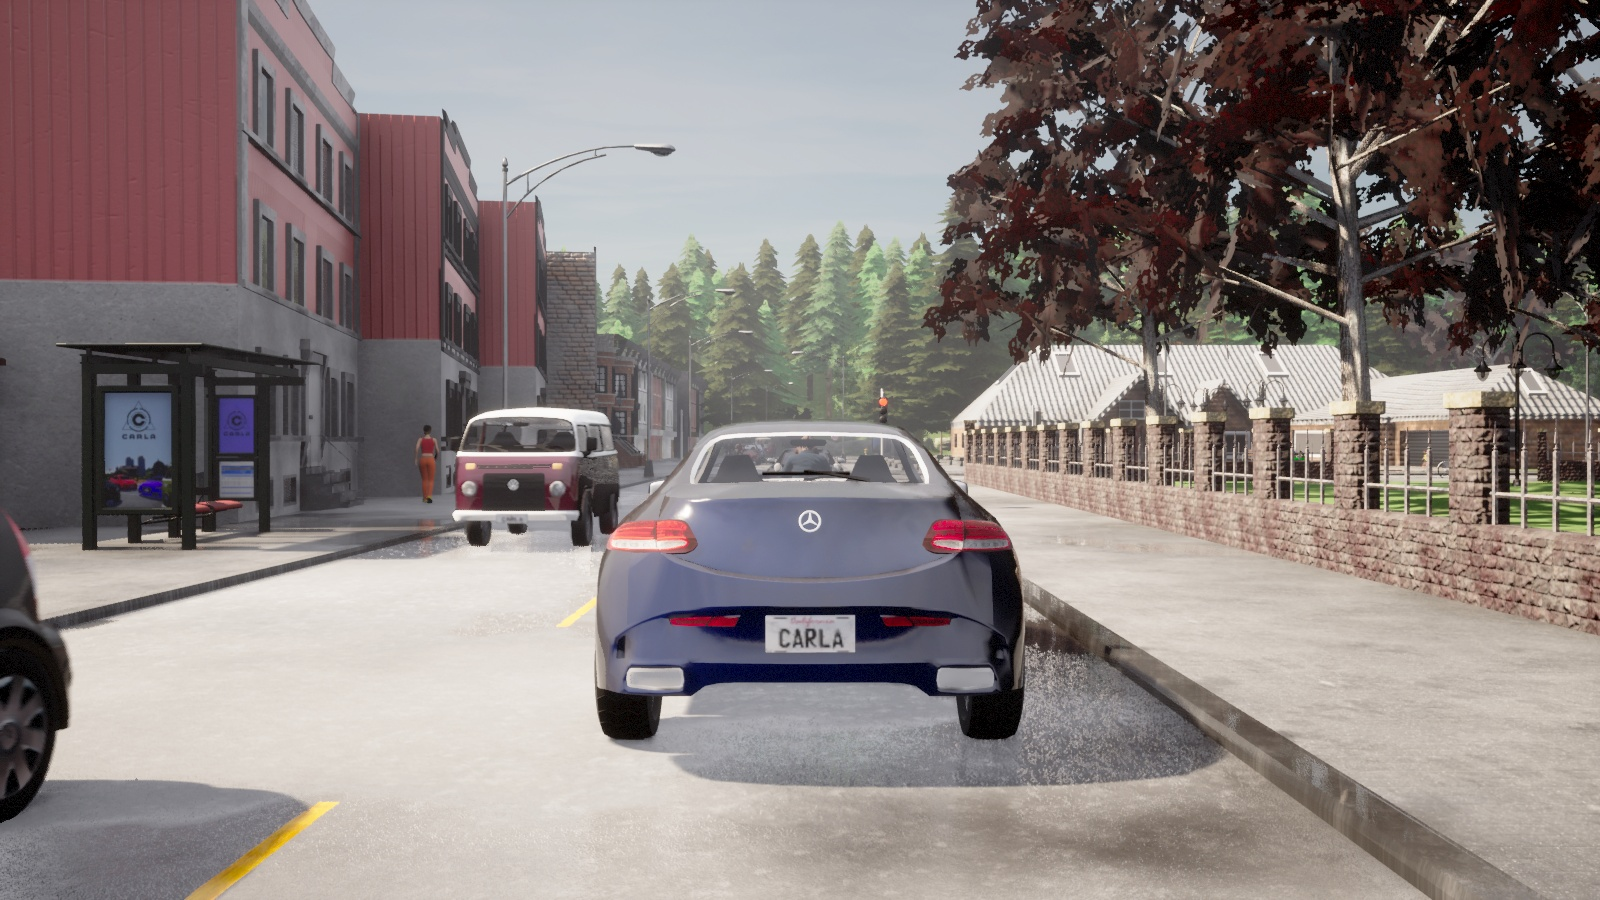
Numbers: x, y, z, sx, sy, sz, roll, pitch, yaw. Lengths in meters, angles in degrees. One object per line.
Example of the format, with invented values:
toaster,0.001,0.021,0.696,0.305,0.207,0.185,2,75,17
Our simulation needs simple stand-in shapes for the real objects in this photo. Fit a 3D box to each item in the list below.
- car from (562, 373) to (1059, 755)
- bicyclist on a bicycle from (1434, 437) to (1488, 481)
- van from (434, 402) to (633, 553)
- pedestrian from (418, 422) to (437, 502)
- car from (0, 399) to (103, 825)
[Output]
car,0.053,0.480,7.945,2.152,1.651,5.027,0,0,0
bicyclist on a bicycle,26.735,0.352,50.825,1.843,1.776,0.659,0,0,-1
van,-3.894,0.358,19.180,2.069,2.038,4.480,0,0,0
pedestrian,-8.640,0.285,29.142,0.345,1.836,0.594,0,0,-9
car,-3.968,0.622,3.471,1.851,1.617,3.988,0,0,0
